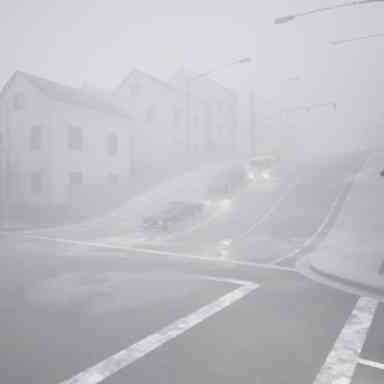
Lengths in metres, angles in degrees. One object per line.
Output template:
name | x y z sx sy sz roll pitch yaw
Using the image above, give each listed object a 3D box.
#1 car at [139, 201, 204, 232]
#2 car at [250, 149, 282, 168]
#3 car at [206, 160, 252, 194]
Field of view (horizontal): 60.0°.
car | -1.226 1.408 21.226 1.895 1.301 4.718 -1 11 34
car | 7.596 -3.575 34.168 1.882 1.535 5.008 -1 12 35
car | 2.833 -1.114 27.216 1.837 1.490 4.892 -1 19 34
